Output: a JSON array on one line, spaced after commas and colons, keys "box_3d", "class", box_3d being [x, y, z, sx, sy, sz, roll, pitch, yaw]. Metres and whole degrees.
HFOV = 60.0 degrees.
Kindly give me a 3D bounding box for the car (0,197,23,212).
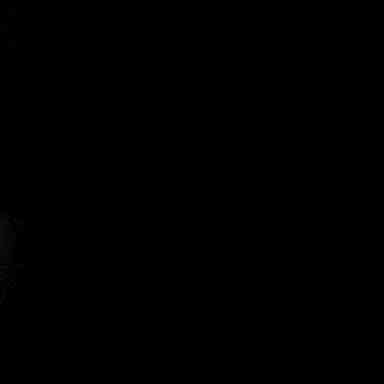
[{"box_3d": [-18.657, 1.283, 32.105, 1.837, 1.490, 4.892, -1, 0, 34], "class": "car"}]
